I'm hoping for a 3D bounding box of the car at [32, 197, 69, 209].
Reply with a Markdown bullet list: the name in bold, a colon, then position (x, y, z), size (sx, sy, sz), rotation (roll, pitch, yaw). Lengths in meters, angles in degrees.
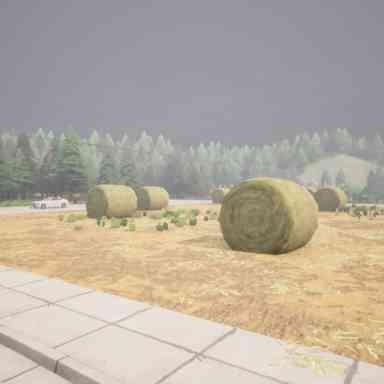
- **car**: position (-18.422, 1.404, 43.468), size (1.812, 1.442, 4.674), rotation (0, 0, 36)
